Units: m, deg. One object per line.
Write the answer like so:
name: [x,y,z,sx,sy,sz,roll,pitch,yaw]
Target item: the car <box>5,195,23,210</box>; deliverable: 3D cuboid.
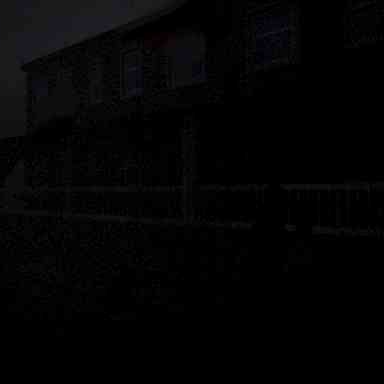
car: [-15.397,1.057,27.943,1.994,1.385,4.181,0,14,34]
